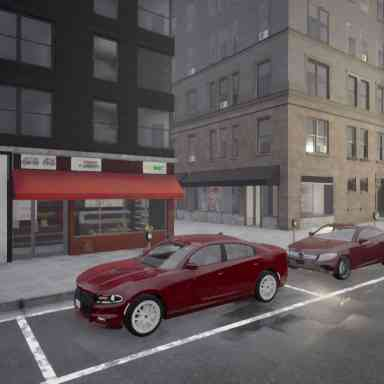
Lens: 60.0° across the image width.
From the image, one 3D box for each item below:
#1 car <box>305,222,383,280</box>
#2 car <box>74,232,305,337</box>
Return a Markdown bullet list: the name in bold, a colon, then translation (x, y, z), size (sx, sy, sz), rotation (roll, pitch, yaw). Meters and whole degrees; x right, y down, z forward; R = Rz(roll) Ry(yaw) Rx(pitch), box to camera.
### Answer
- **car**: translation (4.521, 1.577, 9.862), size (4.206, 1.307, 1.802), rotation (0, 0, -35)
- **car**: translation (0.000, 1.545, 6.643), size (4.507, 1.381, 1.887), rotation (0, 0, -35)
